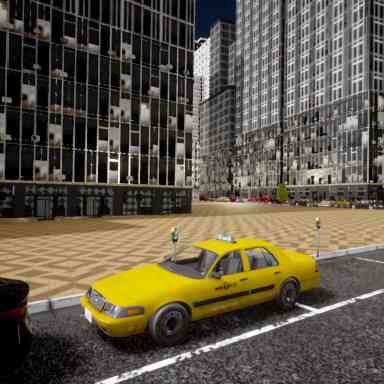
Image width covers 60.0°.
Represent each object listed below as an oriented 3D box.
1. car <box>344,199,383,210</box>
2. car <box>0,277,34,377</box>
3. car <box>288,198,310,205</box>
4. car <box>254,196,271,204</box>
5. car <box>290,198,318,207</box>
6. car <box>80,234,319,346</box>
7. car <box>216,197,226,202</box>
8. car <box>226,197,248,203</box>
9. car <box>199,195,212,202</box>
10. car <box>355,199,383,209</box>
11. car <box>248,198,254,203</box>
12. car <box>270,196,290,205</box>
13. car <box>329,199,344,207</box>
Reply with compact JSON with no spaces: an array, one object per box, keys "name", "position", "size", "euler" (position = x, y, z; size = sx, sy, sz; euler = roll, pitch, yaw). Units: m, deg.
[{"name":"car","position":[22.609,1.653,43.210],"size":[2.008,1.369,4.403],"euler":[1,-1,-22]},{"name":"car","position":[-3.928,1.565,3.283],"size":[4.313,1.339,1.947],"euler":[0,1,-36]},{"name":"car","position":[21.463,1.927,66.916],"size":[2.008,1.369,4.403],"euler":[1,-1,-22]},{"name":"car","position":[17.247,1.754,77.282],"size":[2.192,1.841,5.009],"euler":[1,-1,-22]},{"name":"car","position":[18.391,1.716,53.568],"size":[2.008,1.369,4.403],"euler":[1,-1,-22]},{"name":"car","position":[0.435,1.528,6.341],"size":[4.829,1.417,1.752],"euler":[0,1,-35]},{"name":"car","position":[7.911,1.845,79.306],"size":[1.752,1.417,4.829],"euler":[1,-1,-22]},{"name":"car","position":[9.957,1.730,74.286],"size":[1.967,1.590,4.097],"euler":[1,-1,-22]},{"name":"car","position":[3.632,1.698,89.824],"size":[2.192,1.841,5.009],"euler":[1,-1,-22]},{"name":"car","position":[27.793,1.833,51.372],"size":[2.008,1.369,4.403],"euler":[1,-1,-22]},{"name":"car","position":[15.133,2.052,82.460],"size":[1.802,1.307,4.206],"euler":[1,-1,-22]},{"name":"car","position":[16.284,1.636,58.749],"size":[1.967,1.590,4.097],"euler":[1,-1,-22]},{"name":"car","position":[25.619,1.840,56.711],"size":[1.752,1.417,4.829],"euler":[1,-1,-22]}]
